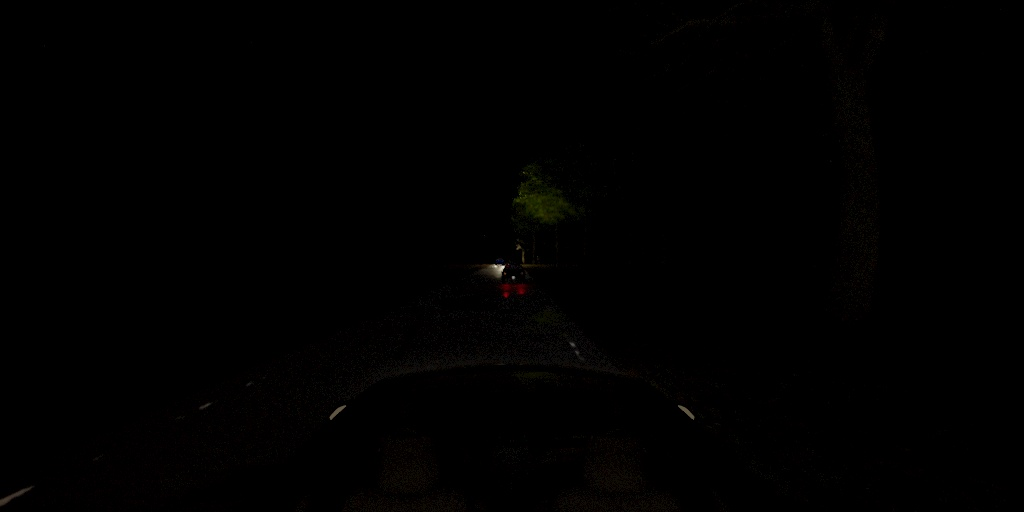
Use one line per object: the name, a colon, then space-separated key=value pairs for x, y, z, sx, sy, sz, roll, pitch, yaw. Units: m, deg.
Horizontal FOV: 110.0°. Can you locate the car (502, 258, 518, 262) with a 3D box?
car: x=0.119 y=1.321 z=46.656 sx=2.033 sy=1.411 sz=5.357 roll=0 pitch=0 yaw=0

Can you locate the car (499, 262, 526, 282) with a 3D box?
car: x=0.113 y=1.367 z=29.642 sx=1.895 sy=1.301 sz=4.718 roll=0 pitch=0 yaw=0
